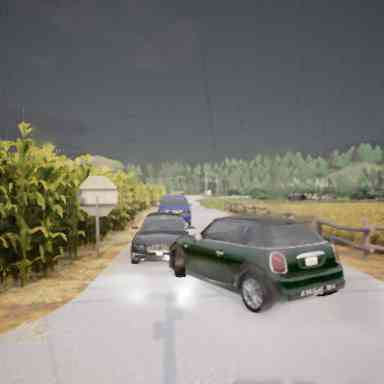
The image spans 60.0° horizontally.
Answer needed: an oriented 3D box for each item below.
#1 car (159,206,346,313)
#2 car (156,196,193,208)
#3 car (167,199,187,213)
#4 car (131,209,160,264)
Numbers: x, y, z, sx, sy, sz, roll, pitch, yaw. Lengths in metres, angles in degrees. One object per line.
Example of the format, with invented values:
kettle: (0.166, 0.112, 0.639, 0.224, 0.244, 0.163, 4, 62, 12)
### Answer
car: (1.181, 1.350, 8.053, 2.097, 1.767, 4.553, -1, -1, -30)
car: (-1.177, 1.269, 22.895, 2.150, 2.045, 5.566, -1, 0, -3)
car: (-1.727, 1.531, 38.498, 2.033, 1.411, 5.357, -1, 0, -2)
car: (-0.987, 1.530, 12.035, 1.837, 1.490, 4.892, 0, 0, -1)
